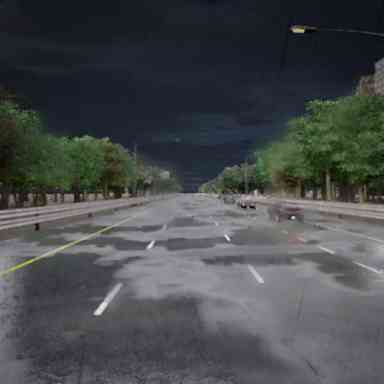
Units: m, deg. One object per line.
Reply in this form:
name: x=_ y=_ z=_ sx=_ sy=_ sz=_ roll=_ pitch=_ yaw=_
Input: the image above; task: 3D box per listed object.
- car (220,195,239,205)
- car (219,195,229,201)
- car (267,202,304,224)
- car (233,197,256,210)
car: x=7.027 y=1.561 z=62.669 sx=2.128 sy=1.511 sz=4.902 roll=0 pitch=0 yaw=0
car: x=9.130 y=1.626 z=93.585 sx=2.128 sy=1.511 sz=4.902 roll=0 pitch=0 yaw=15
car: x=7.006 y=1.536 z=25.340 sx=1.837 sy=1.490 sz=4.892 roll=0 pitch=0 yaw=0
car: x=7.016 y=1.651 z=43.761 sx=1.895 sy=1.301 sz=4.718 roll=0 pitch=0 yaw=0
